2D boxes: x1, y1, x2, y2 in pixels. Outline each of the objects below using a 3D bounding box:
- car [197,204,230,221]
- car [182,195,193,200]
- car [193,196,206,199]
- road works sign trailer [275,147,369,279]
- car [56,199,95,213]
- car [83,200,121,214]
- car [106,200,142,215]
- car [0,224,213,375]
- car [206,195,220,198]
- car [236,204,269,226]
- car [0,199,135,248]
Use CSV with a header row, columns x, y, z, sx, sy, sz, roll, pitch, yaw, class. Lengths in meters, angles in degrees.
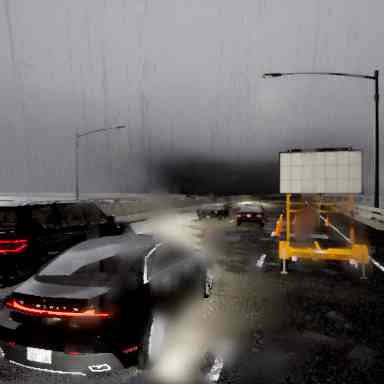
x,y,z,sx,sy,sz,roll,pitch,yaw,class
1.896,1.608,27.538,1.895,1.301,4.718,0,0,17,car
-0.891,1.524,77.694,1.812,1.442,4.674,0,0,18,car
2.439,1.552,76.615,1.994,1.385,4.181,0,0,18,car
3.908,0.468,10.245,2.380,3.560,2.880,0,0,17,road works sign trailer
-13.306,1.534,38.380,1.812,1.442,4.674,0,0,17,car
-9.989,1.609,37.265,1.895,1.301,4.718,0,0,17,car
-7.053,1.572,34.889,1.994,1.385,4.181,0,0,17,car
-0.929,1.504,5.843,1.837,1.490,4.892,0,-1,16,car
5.258,1.481,73.950,1.882,1.535,5.008,0,0,18,car
4.354,1.554,23.578,2.033,1.411,5.357,0,0,17,car
-3.609,1.224,9.133,2.150,2.045,5.566,0,0,16,car
